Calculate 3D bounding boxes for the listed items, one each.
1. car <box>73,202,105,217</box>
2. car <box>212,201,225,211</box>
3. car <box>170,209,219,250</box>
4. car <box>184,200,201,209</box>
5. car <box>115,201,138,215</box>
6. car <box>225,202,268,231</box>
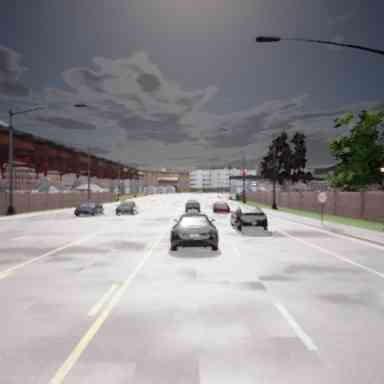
[{"bbox_3d":[-10.564,1.758,34.619,2.033,1.411,5.357,0,0,0],"label":"car"},{"bbox_3d":[3.594,1.820,41.944,1.994,1.385,4.181,0,0,0],"label":"car"},{"bbox_3d":[0.098,1.655,14.798,1.994,1.385,4.181,0,0,0],"label":"car"},{"bbox_3d":[0.095,1.758,41.652,1.837,1.490,4.892,0,-1,0],"label":"car"},{"bbox_3d":[-7.079,1.729,36.438,1.837,1.490,4.892,0,-1,0],"label":"car"},{"bbox_3d":[3.597,1.624,21.508,2.128,1.511,4.902,0,0,0],"label":"car"}]
